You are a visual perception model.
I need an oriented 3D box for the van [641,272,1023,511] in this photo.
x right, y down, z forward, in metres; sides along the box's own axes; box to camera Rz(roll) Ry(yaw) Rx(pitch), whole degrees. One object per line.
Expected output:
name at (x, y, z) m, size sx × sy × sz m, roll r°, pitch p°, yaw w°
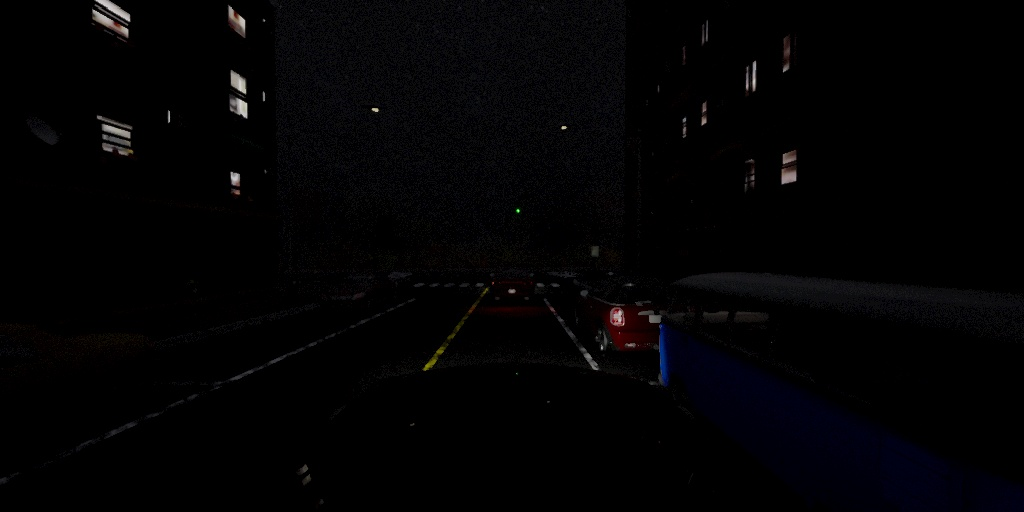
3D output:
van at (2.689, 1.089, 3.049) m, size 1.690 × 1.789 × 3.998 m, roll 0°, pitch 0°, yaw 0°

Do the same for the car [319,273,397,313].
car at (-5.789, 1.326, 14.042) m, size 1.802 × 1.307 × 4.207 m, roll 0°, pitch 0°, yaw 0°

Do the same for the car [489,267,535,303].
car at (0.000, 1.229, 16.503) m, size 1.882 × 1.535 × 5.008 m, roll 0°, pitch 0°, yaw 0°

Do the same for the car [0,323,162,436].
car at (-5.691, 1.274, 2.830) m, size 1.751 × 1.417 × 4.829 m, roll 0°, pitch 0°, yaw 0°

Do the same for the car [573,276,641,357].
car at (2.689, 1.186, 8.573) m, size 1.967 × 1.591 × 4.097 m, roll 0°, pitch 0°, yaw 0°
